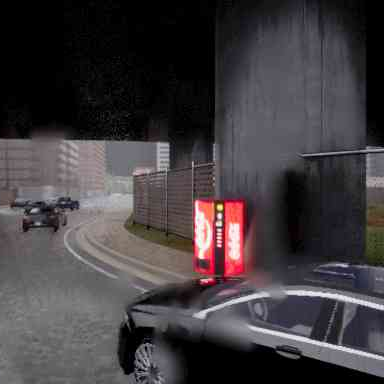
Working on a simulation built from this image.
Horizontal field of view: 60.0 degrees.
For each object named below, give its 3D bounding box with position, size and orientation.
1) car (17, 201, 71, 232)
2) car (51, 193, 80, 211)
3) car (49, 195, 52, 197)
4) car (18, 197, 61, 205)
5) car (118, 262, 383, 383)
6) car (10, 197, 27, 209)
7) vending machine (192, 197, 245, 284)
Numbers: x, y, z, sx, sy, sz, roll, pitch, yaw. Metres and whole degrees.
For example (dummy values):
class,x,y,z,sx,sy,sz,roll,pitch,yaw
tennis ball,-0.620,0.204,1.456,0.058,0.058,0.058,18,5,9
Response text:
class,x,y,z,sx,sy,sz,roll,pitch,yaw
car,-8.772,1.526,20.095,1.812,1.442,4.674,0,0,-12
car,-15.359,1.352,41.118,2.097,1.767,4.553,0,0,-7
car,-20.208,1.217,50.329,2.150,2.045,5.566,0,0,-7
car,-13.964,1.505,30.799,1.837,1.490,4.892,0,0,-8
car,1.319,1.492,3.284,4.902,1.511,2.128,0,0,37
car,-23.152,1.477,45.544,1.882,1.535,5.008,0,0,-7
vending machine,0.708,1.195,8.803,1.100,2.100,0.880,0,0,-42
